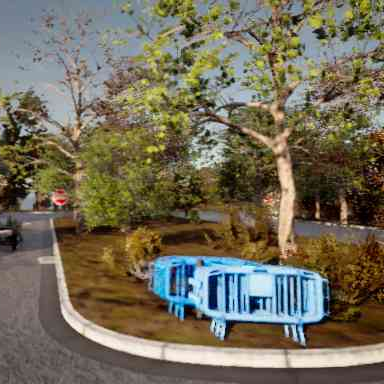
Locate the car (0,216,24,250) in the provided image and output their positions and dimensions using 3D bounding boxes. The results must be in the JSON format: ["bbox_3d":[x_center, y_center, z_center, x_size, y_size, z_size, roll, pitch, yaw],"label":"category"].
[{"bbox_3d":[-9.310,1.898,16.043,2.128,1.511,4.902,-1,0,-24],"label":"car"}]
